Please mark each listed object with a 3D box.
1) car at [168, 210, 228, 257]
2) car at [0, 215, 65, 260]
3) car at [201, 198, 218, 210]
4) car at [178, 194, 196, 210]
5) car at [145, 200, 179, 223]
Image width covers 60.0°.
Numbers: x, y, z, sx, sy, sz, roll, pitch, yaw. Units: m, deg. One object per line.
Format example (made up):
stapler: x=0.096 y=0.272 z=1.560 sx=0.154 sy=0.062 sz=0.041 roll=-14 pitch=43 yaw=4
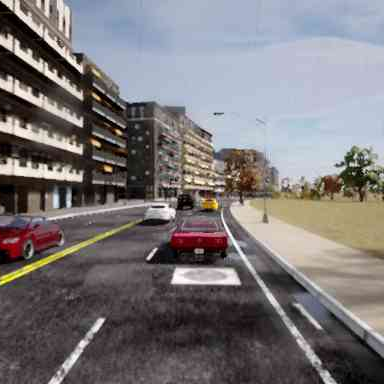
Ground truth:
car: x=0.310 y=1.604 z=12.871 sx=1.895 sy=1.301 sz=4.718 roll=0 pitch=0 yaw=2
car: x=-6.323 y=1.558 z=12.205 sx=1.994 sy=1.385 sz=4.181 roll=0 pitch=0 yaw=2
car: x=2.189 y=1.538 z=41.103 sx=1.882 sy=1.535 sz=5.008 roll=0 pitch=0 yaw=6
car: x=-0.674 y=1.284 z=45.080 sx=2.150 sy=2.045 sz=5.566 roll=0 pitch=0 yaw=6
car: x=-2.343 y=1.540 z=25.251 sx=1.812 sy=1.442 sz=4.674 roll=0 pitch=0 yaw=3
